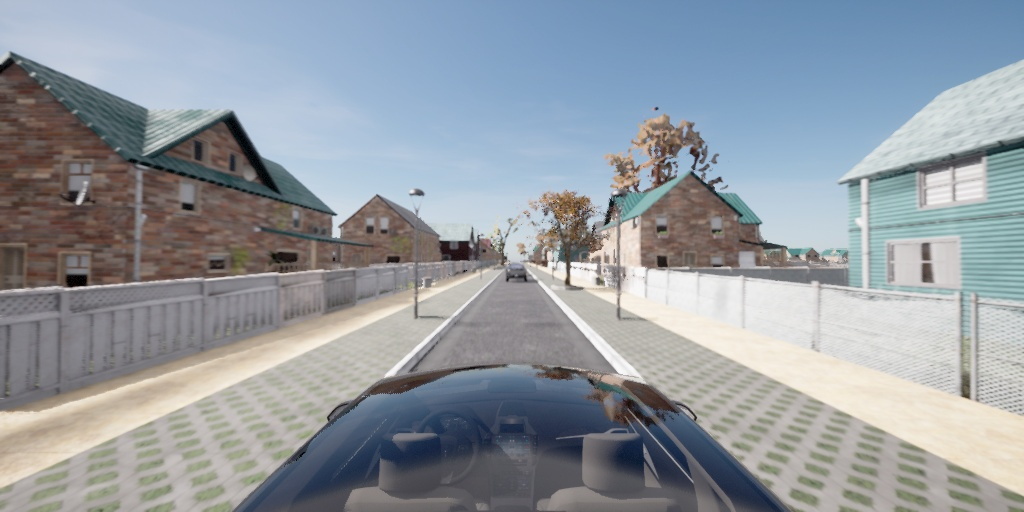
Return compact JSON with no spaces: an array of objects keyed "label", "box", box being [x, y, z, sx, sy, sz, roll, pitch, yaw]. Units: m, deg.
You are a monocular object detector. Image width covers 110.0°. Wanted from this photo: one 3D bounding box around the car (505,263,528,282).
[{"label":"car","box":[0.401,1.426,31.720,2.128,1.511,4.902,0,0,1]}]
